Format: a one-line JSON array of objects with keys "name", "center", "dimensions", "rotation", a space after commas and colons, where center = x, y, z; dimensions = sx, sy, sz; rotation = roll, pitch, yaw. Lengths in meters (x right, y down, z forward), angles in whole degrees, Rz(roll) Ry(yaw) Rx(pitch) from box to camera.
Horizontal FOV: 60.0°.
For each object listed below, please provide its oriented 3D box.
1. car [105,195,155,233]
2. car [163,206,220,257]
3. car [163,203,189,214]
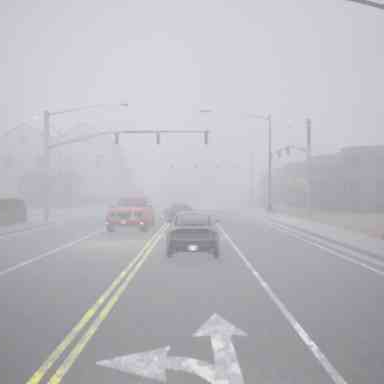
[{"name": "car", "center": [-3.522, 1.222, 20.001], "dimensions": [2.150, 2.045, 5.566], "rotation": [0, 0, 1]}, {"name": "car", "center": [0.046, 1.506, 12.968], "dimensions": [1.837, 1.490, 4.892], "rotation": [0, 0, 1]}, {"name": "car", "center": [-1.157, 1.564, 27.863], "dimensions": [1.994, 1.385, 4.181], "rotation": [0, 0, -16]}]
